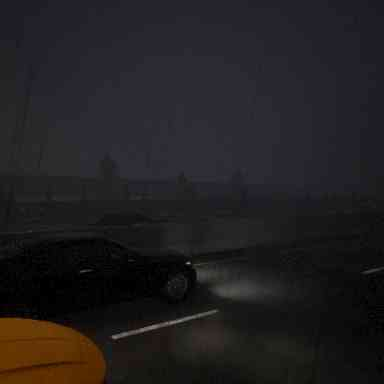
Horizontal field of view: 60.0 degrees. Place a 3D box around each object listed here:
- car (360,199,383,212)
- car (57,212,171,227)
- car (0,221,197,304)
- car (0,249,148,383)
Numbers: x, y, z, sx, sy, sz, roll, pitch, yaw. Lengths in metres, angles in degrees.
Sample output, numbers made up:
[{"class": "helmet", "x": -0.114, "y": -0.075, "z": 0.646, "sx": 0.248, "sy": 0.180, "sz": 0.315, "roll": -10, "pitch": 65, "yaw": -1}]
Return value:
[{"class": "car", "x": 22.803, "y": 1.669, "z": 41.036, "sx": 5.008, "sy": 1.535, "sz": 1.882, "roll": 1, "pitch": 0, "yaw": -33}, {"class": "car", "x": -3.398, "y": 1.566, "z": 14.401, "sx": 5.357, "sy": 1.411, "sz": 2.033, "roll": 0, "pitch": 0, "yaw": -35}, {"class": "car", "x": -2.094, "y": 1.527, "z": 6.530, "sx": 4.674, "sy": 1.442, "sz": 1.812, "roll": 0, "pitch": 0, "yaw": -35}, {"class": "car", "x": -2.919, "y": 1.480, "z": 1.684, "sx": 5.008, "sy": 1.535, "sz": 1.882, "roll": 0, "pitch": 0, "yaw": -35}]
